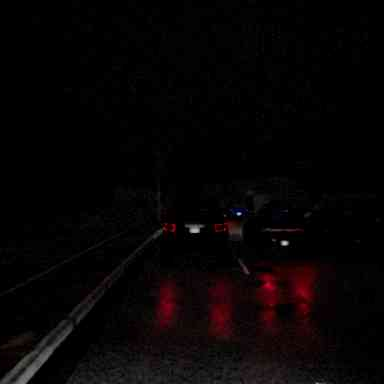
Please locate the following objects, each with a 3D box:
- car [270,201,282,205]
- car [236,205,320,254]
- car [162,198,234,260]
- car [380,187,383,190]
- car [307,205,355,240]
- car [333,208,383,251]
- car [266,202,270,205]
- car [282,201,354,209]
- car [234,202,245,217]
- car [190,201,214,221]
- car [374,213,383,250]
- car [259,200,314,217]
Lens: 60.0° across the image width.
[{"bbox_3d":[8.646,1.555,24.232,5.008,1.535,2.097,1,-1,-16],"label":"car"},{"bbox_3d":[3.213,1.512,13.621,2.128,1.511,4.902,0,0,2],"label":"car"},{"bbox_3d":[0.170,1.236,12.639,2.150,2.045,5.566,0,0,2],"label":"car"},{"bbox_3d":[46.356,-0.595,80.782,2.002,1.452,4.674,-4,1,3],"label":"car"},{"bbox_3d":[8.236,1.515,15.385,4.892,1.521,2.231,1,-1,-18],"label":"car"},{"bbox_3d":[8.155,1.504,12.430,4.892,1.521,2.231,1,0,-18],"label":"car"},{"bbox_3d":[8.845,1.612,27.175,4.674,1.452,2.002,1,0,-16],"label":"car"},{"bbox_3d":[8.521,1.416,21.291,4.553,1.767,2.185,1,0,-17],"label":"car"},{"bbox_3d":[4.024,1.608,29.326,1.812,1.442,4.674,0,0,5],"label":"car"},{"bbox_3d":[0.970,1.571,28.809,1.837,1.490,4.892,0,0,5],"label":"car"},{"bbox_3d":[8.100,1.495,9.471,4.892,1.521,2.231,1,0,-19],"label":"car"},{"bbox_3d":[9.337,1.640,33.079,4.792,1.488,2.163,1,-1,-15],"label":"car"}]
